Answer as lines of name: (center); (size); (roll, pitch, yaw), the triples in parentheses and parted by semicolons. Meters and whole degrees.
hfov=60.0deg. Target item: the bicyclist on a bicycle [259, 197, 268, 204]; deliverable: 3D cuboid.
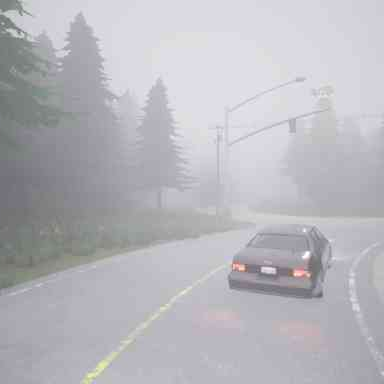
bicyclist on a bicycle: (8.680, 1.480, 40.159); (1.656, 1.620, 0.582); (0, 0, -1)

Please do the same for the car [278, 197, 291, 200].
car: (17.632, 1.590, 63.500); (1.994, 1.385, 4.181); (0, 0, 44)

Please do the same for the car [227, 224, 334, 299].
car: (2.536, 1.547, 8.645); (2.033, 1.411, 5.357); (0, 0, 25)
